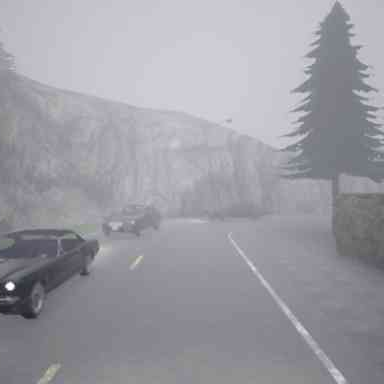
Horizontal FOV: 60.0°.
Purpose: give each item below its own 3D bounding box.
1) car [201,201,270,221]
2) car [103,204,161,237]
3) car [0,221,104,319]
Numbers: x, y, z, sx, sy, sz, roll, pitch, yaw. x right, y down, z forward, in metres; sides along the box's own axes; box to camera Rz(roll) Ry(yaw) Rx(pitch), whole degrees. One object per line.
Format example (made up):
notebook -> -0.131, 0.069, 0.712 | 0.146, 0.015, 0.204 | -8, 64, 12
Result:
car -> 3.467, 1.413, 25.944 | 5.357, 1.411, 2.033 | 0, 0, -22
car -> -3.059, 1.399, 17.785 | 2.128, 1.511, 4.902 | 0, 0, 12
car -> -3.600, 1.562, 7.400 | 1.895, 1.301, 4.718 | 0, 0, 0
